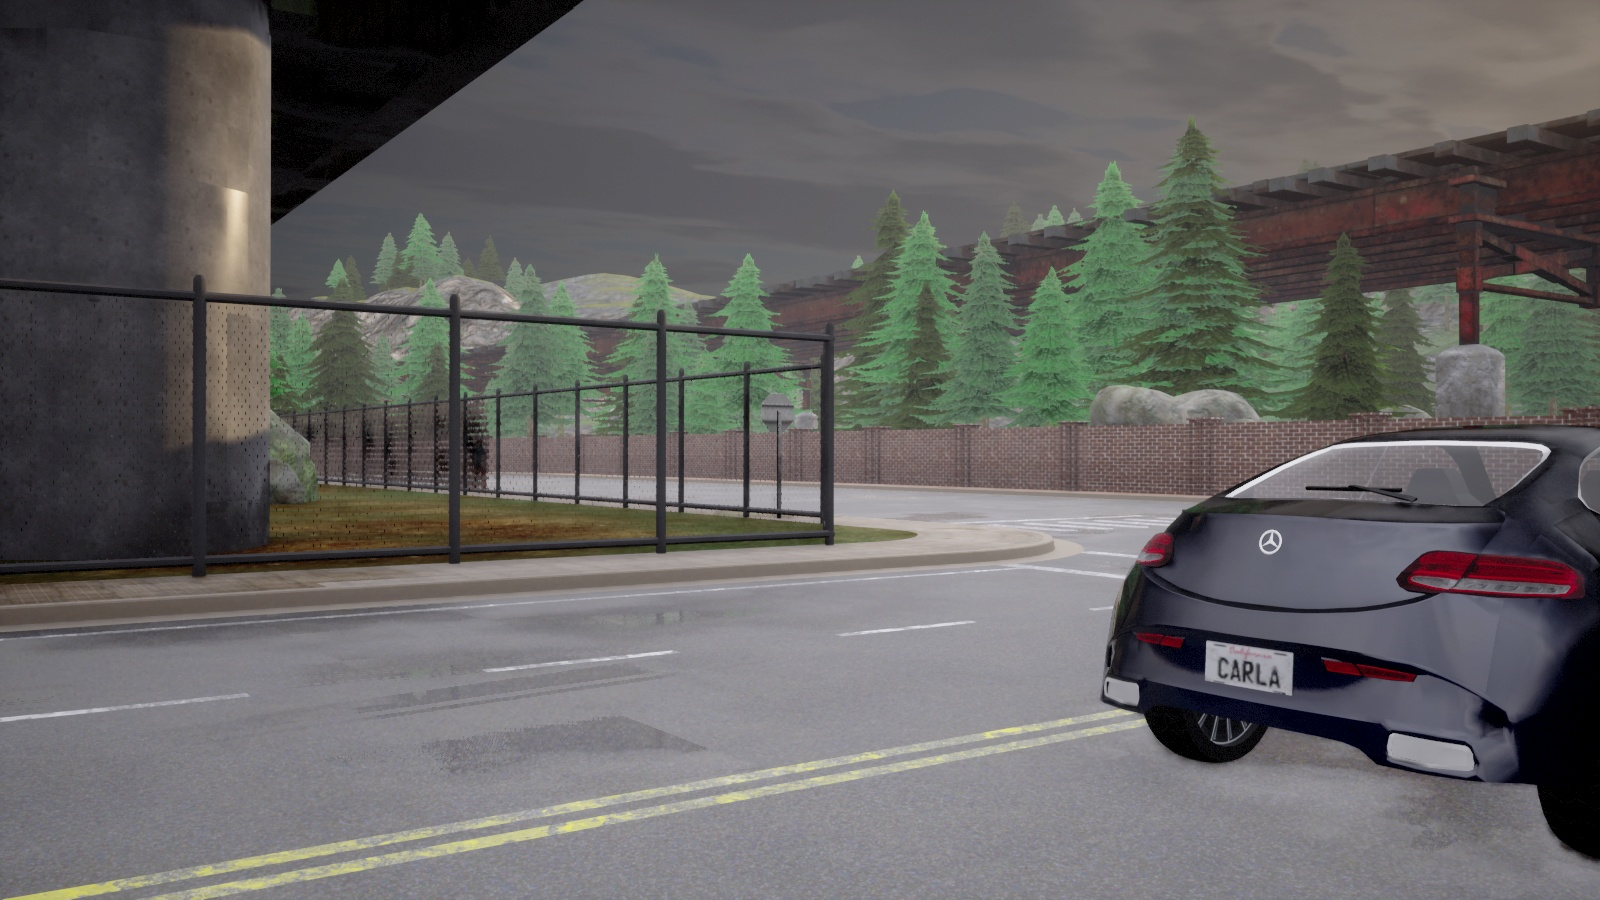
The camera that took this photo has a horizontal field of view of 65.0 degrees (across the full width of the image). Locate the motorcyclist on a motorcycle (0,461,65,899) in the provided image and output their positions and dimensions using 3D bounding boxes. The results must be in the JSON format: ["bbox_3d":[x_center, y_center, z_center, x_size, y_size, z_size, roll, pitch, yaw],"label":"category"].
[{"bbox_3d":[-2.448,0.790,1.955,2.191,1.530,0.866,0,0,-35],"label":"motorcyclist on a motorcycle"}]

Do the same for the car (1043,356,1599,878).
[{"bbox_3d":[3.789,0.531,6.297,5.027,1.651,2.152,0,0,-35],"label":"car"}]
